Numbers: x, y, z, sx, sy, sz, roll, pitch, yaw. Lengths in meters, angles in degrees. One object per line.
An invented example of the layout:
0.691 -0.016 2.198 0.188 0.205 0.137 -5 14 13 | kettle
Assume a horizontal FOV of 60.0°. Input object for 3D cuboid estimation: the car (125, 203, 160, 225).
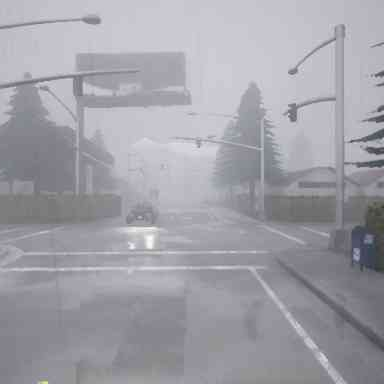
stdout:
-3.500 1.497 24.360 1.994 1.385 4.181 0 0 0 | car
